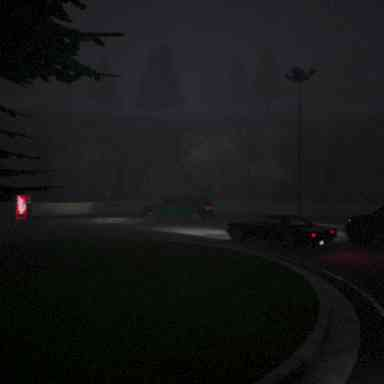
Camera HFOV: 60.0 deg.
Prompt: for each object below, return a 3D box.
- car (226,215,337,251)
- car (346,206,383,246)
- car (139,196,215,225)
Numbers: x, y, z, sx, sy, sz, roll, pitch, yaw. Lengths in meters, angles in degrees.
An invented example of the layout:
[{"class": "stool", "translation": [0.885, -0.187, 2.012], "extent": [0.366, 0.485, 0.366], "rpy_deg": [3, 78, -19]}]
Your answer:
[{"class": "car", "translation": [3.677, 1.654, 14.606], "extent": [1.895, 1.301, 4.718], "rpy_deg": [0, 0, -36]}, {"class": "car", "translation": [8.626, 1.287, 12.853], "extent": [2.150, 2.045, 5.566], "rpy_deg": [1, 0, -18]}, {"class": "car", "translation": [-1.083, 1.286, 24.836], "extent": [5.566, 2.045, 2.150], "rpy_deg": [0, -1, 11]}]
